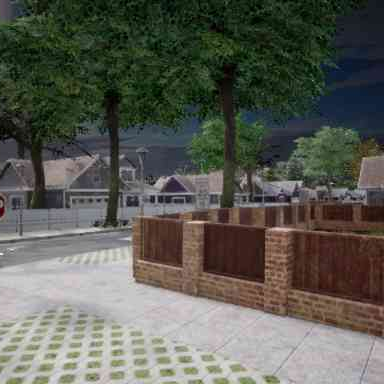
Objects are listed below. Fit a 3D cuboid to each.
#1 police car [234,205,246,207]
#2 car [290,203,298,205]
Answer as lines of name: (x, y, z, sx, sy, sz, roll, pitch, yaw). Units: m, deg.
police car: (3.848, 1.837, 26.329, 1.930, 1.638, 5.238, -1, -2, 35)
car: (14.538, 2.363, 46.524, 2.128, 1.511, 4.902, -1, -2, 35)
